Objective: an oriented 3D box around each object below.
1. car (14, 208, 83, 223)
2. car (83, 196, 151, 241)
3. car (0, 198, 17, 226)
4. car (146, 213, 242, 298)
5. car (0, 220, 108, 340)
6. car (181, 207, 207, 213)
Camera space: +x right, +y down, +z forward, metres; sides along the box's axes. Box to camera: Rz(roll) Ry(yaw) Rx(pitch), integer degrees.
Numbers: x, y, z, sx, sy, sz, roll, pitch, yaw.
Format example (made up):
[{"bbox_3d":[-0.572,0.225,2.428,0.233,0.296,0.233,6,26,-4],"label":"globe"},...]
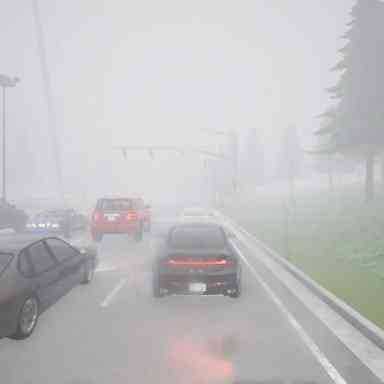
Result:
[{"bbox_3d":[-6.856,1.547,17.448,2.033,1.411,5.357,0,0,-2],"label":"car"},{"bbox_3d":[-3.388,1.221,16.715,2.150,2.045,5.566,0,0,0],"label":"car"},{"bbox_3d":[-10.390,1.221,16.558,2.150,2.045,5.566,0,0,0],"label":"car"},{"bbox_3d":[0.106,1.505,8.521,1.837,1.490,4.892,0,0,0],"label":"car"},{"bbox_3d":[-3.398,1.547,6.467,2.033,1.411,5.357,0,0,0],"label":"car"},{"bbox_3d":[0.111,1.526,17.598,1.812,1.442,4.674,0,0,0],"label":"car"}]
